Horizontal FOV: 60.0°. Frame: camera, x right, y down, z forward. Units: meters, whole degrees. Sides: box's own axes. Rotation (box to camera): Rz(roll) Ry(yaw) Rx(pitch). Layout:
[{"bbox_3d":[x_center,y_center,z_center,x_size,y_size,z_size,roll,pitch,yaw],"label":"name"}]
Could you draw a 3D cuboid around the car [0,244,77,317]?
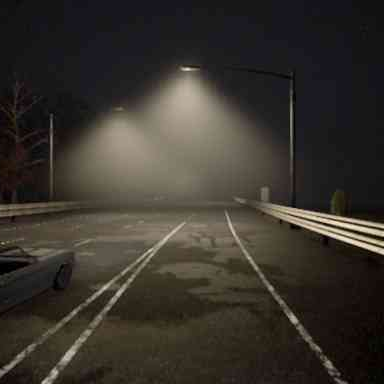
[{"bbox_3d":[-3.977,1.632,6.276,1.895,1.301,4.718,0,0,5],"label":"car"}]
